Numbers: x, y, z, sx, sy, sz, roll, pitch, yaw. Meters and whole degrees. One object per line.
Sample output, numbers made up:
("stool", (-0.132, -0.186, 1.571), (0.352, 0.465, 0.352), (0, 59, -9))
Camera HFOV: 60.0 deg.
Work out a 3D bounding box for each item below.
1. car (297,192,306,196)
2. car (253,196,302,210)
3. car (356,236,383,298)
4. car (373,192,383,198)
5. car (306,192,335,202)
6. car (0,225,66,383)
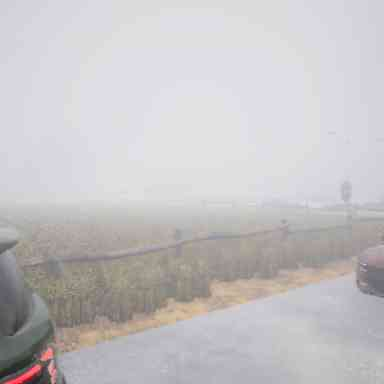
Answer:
("car", (28.061, 0.848, 81.474), (1.932, 1.855, 4.605), (0, 0, -36))
("car", (8.884, 1.375, 34.937), (2.033, 1.411, 5.357), (0, 0, -35))
("car", (5.667, 1.431, 7.492), (5.008, 1.535, 1.882), (0, 0, -35))
("car", (44.108, 0.780, 76.783), (1.905, 1.878, 3.866), (0, 0, -36))
("car", (24.565, 1.112, 62.504), (2.242, 1.667, 4.611), (0, 0, -36))
("car", (-3.357, 1.229, 1.105), (5.566, 2.045, 2.150), (0, 0, -35))
